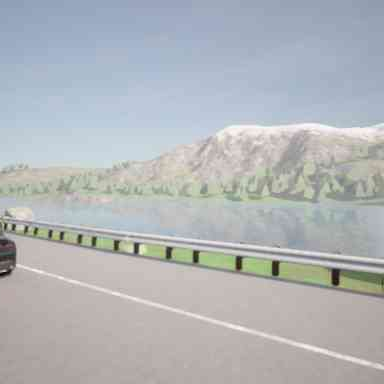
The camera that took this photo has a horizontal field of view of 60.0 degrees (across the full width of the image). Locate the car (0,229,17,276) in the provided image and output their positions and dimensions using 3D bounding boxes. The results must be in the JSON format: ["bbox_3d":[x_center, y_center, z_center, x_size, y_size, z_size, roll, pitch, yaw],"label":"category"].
[{"bbox_3d":[-6.578,1.463,9.043,4.892,1.490,1.837,0,0,38],"label":"car"}]
